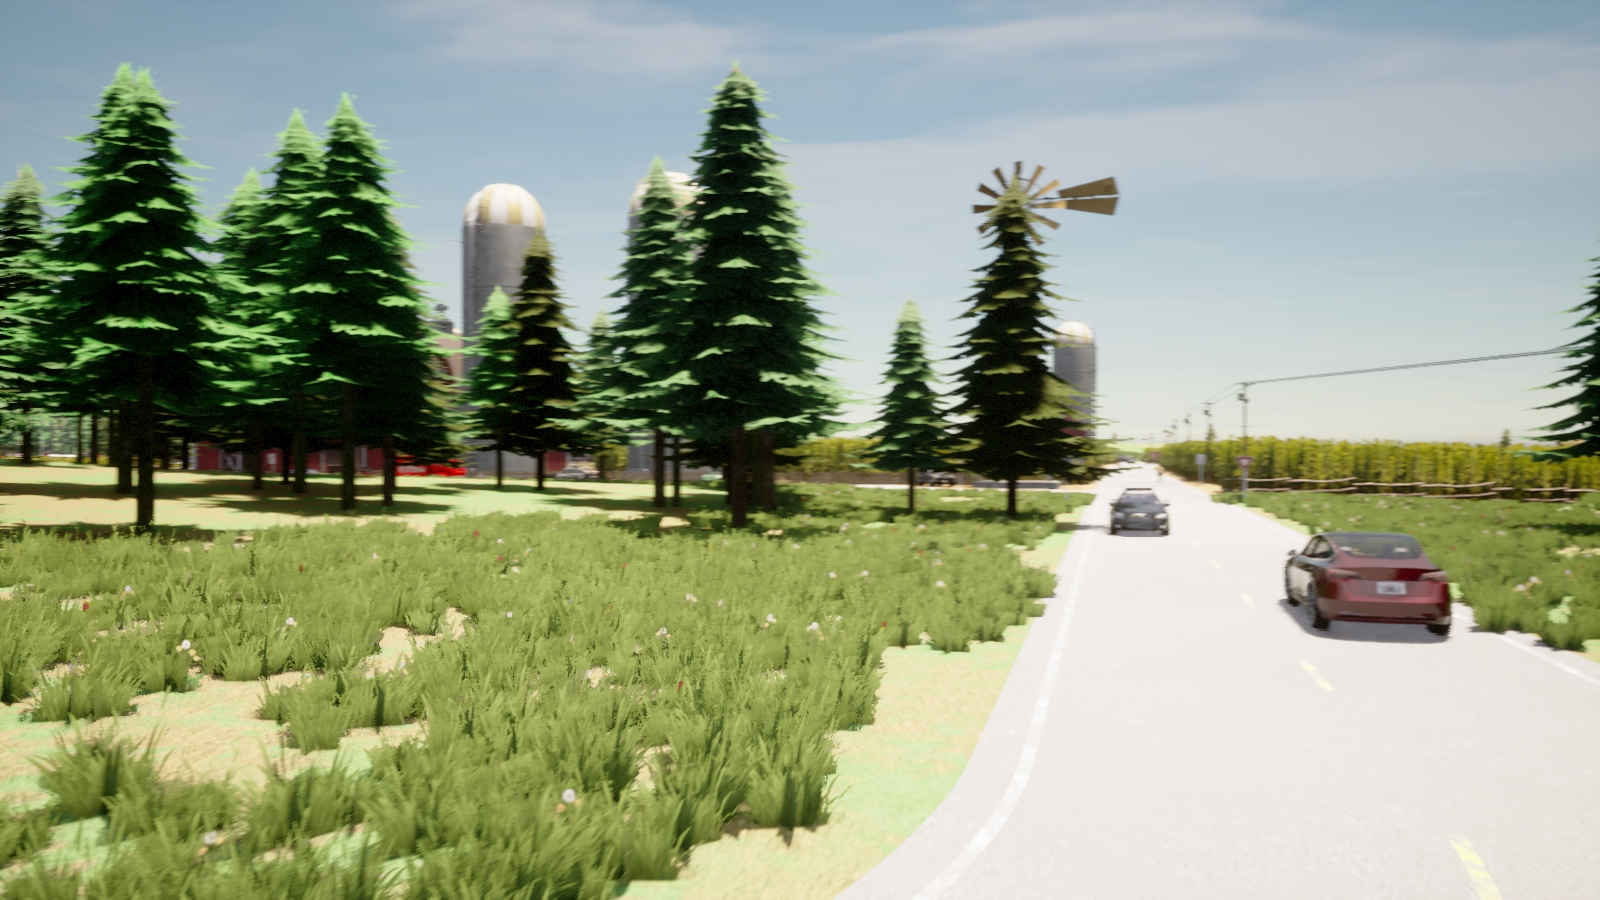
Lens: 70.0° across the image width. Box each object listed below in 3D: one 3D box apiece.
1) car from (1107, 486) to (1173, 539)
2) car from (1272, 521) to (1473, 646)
[{"bbox_3d":[11.688,2.091,39.503,2.038,1.542,4.974,0,0,15],"label":"car"},{"bbox_3d":[9.333,2.084,19.078,2.163,1.488,4.792,0,0,16],"label":"car"}]
